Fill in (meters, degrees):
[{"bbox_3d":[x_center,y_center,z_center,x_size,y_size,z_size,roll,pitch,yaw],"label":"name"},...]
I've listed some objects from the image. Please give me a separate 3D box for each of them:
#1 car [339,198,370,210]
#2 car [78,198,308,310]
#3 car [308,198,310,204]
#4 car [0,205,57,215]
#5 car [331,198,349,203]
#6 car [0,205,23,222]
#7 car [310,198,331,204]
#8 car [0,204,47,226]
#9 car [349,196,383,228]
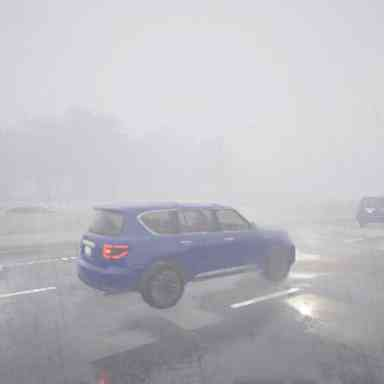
[{"bbox_3d":[22.264,1.618,45.472,4.674,1.442,1.812,0,0,-35],"label":"car"},{"bbox_3d":[0.131,1.254,8.139,5.566,2.045,2.150,0,0,-36],"label":"car"},{"bbox_3d":[17.213,1.653,50.474,4.674,1.442,1.812,0,0,-35],"label":"car"},{"bbox_3d":[-11.366,1.626,21.674,4.892,1.490,1.837,0,0,-36],"label":"car"},{"bbox_3d":[18.722,1.585,38.714,4.892,1.490,1.837,0,0,-35],"label":"car"},{"bbox_3d":[-16.377,1.757,26.697,4.718,1.301,1.895,0,0,-36],"label":"car"},{"bbox_3d":[19.902,1.601,48.089,4.902,1.511,2.128,0,0,-35],"label":"car"},{"bbox_3d":[-13.678,1.686,24.324,5.357,1.411,2.033,0,0,-36],"label":"car"},{"bbox_3d":[12.821,1.260,21.466,5.566,2.045,2.150,0,0,-35],"label":"car"}]
